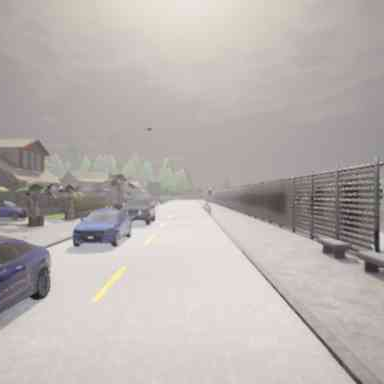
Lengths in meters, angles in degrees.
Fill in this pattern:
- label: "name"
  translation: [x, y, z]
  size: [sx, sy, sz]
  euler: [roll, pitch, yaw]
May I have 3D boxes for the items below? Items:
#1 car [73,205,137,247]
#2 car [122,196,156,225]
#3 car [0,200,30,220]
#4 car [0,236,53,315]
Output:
- label: "car"
  translation: [-4.154, 1.608, 16.082]
  size: [1.882, 1.535, 5.008]
  euler: [0, 0, 0]
- label: "car"
  translation: [-4.171, 1.431, 26.486]
  size: [2.150, 2.045, 5.566]
  euler: [0, 0, 0]
- label: "car"
  translation: [-14.662, 1.400, 25.943]
  size: [3.633, 1.501, 1.845]
  euler: [0, 0, -3]
- label: "car"
  translation: [-4.098, 1.580, 5.953]
  size: [1.812, 1.442, 4.674]
  euler: [0, -1, -1]
